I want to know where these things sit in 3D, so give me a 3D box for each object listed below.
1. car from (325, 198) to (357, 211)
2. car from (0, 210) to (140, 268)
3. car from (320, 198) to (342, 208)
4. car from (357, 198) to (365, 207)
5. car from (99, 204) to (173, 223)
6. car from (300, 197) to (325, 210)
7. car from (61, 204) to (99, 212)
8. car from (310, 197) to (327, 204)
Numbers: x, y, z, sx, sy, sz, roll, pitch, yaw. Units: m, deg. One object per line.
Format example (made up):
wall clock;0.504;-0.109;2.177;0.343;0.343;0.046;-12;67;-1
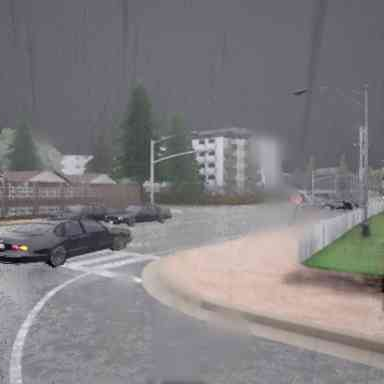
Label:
car;19.112;1.634;42.617;2.128;1.511;4.902;0;0;37
car;-4.252;1.571;11.556;2.033;1.411;5.357;0;0;25
car;21.964;1.720;52.391;2.033;1.411;5.357;0;0;37
car;24.911;1.679;50.483;1.837;1.490;4.892;0;0;37
car;-3.689;1.604;23.921;2.033;1.411;5.357;0;0;37
car;16.192;1.743;44.559;1.895;1.301;4.718;0;0;37
car;-7.748;1.598;24.349;2.033;1.411;5.357;0;0;37
car;27.053;1.754;70.946;2.128;1.511;4.902;0;0;37
